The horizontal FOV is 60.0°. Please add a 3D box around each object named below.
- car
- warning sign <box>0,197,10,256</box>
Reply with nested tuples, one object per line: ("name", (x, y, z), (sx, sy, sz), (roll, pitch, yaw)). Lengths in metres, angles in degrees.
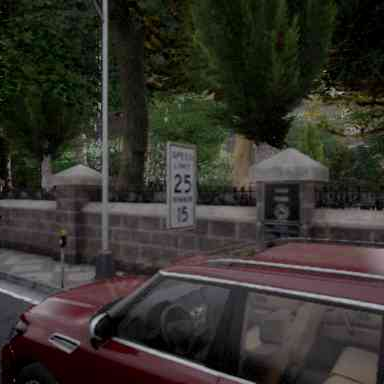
("car", (0.597, 1.314, 2.539), (5.009, 1.841, 2.192), (0, 0, 36))
("warning sign", (-6.732, 1.095, 10.609), (1.060, 1.860, 1.300), (0, 0, 36))
